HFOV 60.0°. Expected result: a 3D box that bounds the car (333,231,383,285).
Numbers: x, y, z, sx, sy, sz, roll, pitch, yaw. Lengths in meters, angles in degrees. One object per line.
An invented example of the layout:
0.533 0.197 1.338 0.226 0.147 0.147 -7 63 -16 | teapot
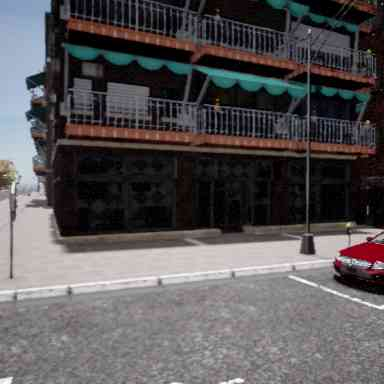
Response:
5.640 1.593 8.609 4.206 1.307 1.802 1 0 -24 | car
